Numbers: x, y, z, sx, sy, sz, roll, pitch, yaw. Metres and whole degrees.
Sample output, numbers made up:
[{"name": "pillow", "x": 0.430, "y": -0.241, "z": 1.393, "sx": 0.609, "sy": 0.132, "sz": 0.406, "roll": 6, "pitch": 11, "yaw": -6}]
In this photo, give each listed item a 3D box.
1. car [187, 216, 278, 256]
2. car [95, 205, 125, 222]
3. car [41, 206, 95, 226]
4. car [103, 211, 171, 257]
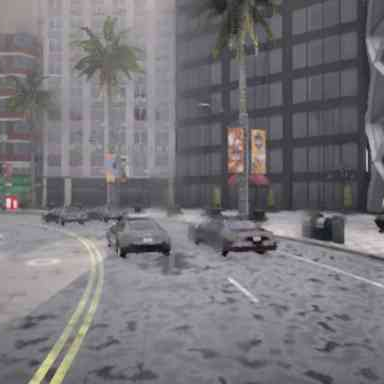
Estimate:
[{"name": "car", "x": 1.423, "y": 1.695, "z": 13.905, "sx": 2.033, "sy": 1.411, "sz": 5.357, "roll": 0, "pitch": -1, "yaw": -19}, {"name": "car", "x": -7.461, "y": 1.846, "z": 28.533, "sx": 2.033, "sy": 1.411, "sz": 5.357, "roll": 1, "pitch": -1, "yaw": -44}, {"name": "car", "x": -10.055, "y": 1.822, "z": 26.181, "sx": 2.033, "sy": 1.411, "sz": 5.357, "roll": 1, "pitch": -1, "yaw": -44}, {"name": "car", "x": -2.309, "y": 1.710, "z": 13.776, "sx": 1.994, "sy": 1.385, "sz": 4.181, "roll": 0, "pitch": -1, "yaw": -21}]
